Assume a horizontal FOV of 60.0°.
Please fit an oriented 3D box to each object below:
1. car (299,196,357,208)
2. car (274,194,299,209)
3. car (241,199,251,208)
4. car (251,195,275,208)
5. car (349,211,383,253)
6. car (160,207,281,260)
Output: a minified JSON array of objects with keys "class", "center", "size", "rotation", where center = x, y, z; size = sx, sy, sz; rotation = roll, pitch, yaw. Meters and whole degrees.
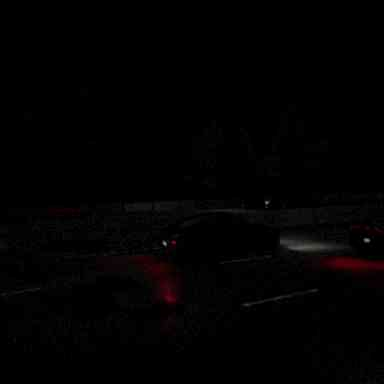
[{"class":"car","center":[12.682,1.244,30.201],"size":[5.357,1.411,2.033],"rotation":[-1,0,-27]},{"class":"car","center":[11.011,1.212,33.279],"size":[4.892,1.490,1.837],"rotation":[-1,0,-27]},{"class":"car","center":[8.061,1.211,39.630],"size":[4.902,1.511,2.128],"rotation":[-1,0,-27]},{"class":"car","center":[9.257,1.072,36.315],"size":[4.553,1.767,2.097],"rotation":[-1,0,-27]},{"class":"car","center":[7.833,1.364,11.850],"size":[5.008,1.535,1.882],"rotation":[-1,0,-27]},{"class":"car","center":[1.115,1.501,12.260],"size":[4.674,1.442,1.812],"rotation":[-1,0,-29]}]
